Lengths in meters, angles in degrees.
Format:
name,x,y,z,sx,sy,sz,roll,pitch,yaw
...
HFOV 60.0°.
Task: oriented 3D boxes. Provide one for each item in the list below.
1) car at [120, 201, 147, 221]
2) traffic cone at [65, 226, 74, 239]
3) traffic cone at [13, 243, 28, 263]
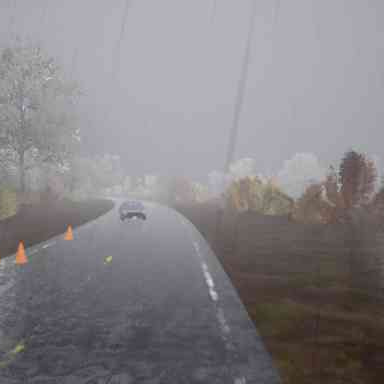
name,x,y,z,sx,sy,sz,roll,pitch,yaw
car,-4.552,1.376,25.516,2.033,1.411,5.357,0,0,-13
traffic cone,-5.661,1.854,15.378,0.340,0.580,0.340,0,0,-4
traffic cone,-5.369,1.888,10.443,0.340,0.580,0.340,0,0,-3
